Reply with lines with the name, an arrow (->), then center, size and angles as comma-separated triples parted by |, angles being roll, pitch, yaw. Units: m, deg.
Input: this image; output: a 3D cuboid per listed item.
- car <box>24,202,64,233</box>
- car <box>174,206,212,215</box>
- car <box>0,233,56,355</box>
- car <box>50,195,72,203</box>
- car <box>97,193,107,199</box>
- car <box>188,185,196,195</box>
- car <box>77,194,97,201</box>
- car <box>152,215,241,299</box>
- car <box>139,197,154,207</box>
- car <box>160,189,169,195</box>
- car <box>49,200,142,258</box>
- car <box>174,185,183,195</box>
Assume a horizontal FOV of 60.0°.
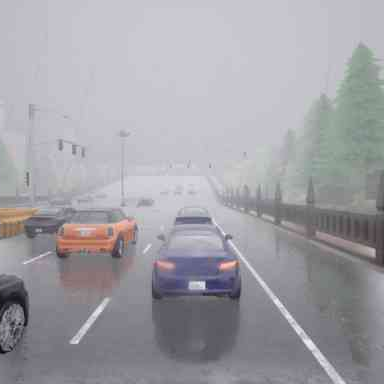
car -> -6.940, 1.505, 17.477 | 1.837, 1.490, 4.892 | 0, 0, 0
car -> 0.062, 1.477, 17.636 | 1.882, 1.535, 5.008 | 0, 0, 0
car -> -3.408, 1.492, 3.179 | 2.128, 1.511, 4.902 | 0, 0, 0
car -> -21.189, 1.350, 53.797 | 2.097, 1.767, 4.553 | 0, 0, 0
car -> -21.130, 0.893, 76.774 | 1.994, 1.385, 4.181 | 0, 3, 0
car -> -0.098, -0.070, 86.023 | 1.882, 1.535, 5.008 | 0, 7, 0
car -> -21.144, 1.435, 66.161 | 2.033, 1.411, 5.357 | 0, 2, 0
car -> 0.083, 1.526, 8.305 | 1.812, 1.442, 4.674 | 0, 0, 0
car -> -6.987, 1.505, 50.712 | 1.837, 1.490, 4.892 | 2, 1, 3
car -> -7.098, -0.024, 86.051 | 1.812, 1.442, 4.674 | 0, 7, 0
car -> -3.428, 1.352, 12.836 | 2.097, 1.767, 4.553 | 0, 0, 0
car -> -3.598, -0.048, 86.036 | 1.837, 1.490, 4.892 | 0, 7, 0
